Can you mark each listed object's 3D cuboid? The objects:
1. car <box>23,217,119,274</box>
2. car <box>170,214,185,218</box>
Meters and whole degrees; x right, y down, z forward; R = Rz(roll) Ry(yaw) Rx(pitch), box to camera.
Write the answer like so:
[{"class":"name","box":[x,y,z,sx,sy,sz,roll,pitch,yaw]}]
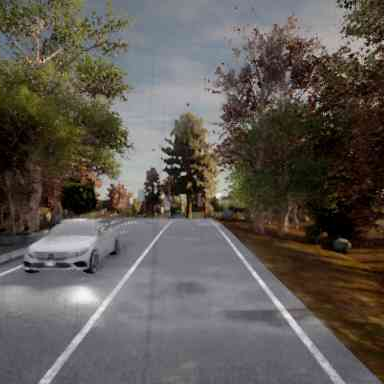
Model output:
[{"class":"car","box":[-3.608,1.563,10.797,1.812,1.442,4.674,0,0,0]},{"class":"car","box":[-3.858,6.300,86.573,4.181,1.385,1.994,1,-5,-5]}]
